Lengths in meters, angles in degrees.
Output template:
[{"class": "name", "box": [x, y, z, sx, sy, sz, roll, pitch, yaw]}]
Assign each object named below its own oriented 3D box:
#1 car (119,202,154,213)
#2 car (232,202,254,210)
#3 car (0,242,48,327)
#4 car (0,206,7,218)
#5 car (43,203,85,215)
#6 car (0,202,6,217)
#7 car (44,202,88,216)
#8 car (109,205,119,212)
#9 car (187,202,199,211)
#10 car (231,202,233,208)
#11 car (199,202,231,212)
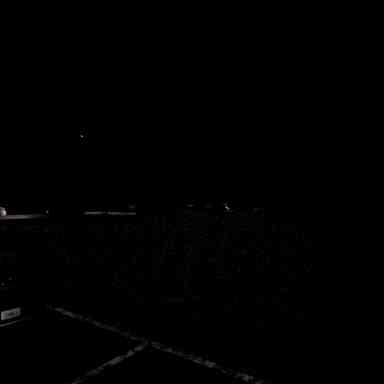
[{"class": "car", "box": [-7.638, 2.162, 47.919, 1.882, 1.535, 5.008, 0, -1, 36]}, {"class": "car", "box": [9.664, 2.623, 60.535, 1.994, 1.385, 4.181, 0, -1, 36]}, {"class": "car", "box": [-4.419, 1.551, 6.159, 4.403, 1.369, 2.008, 0, 0, 36]}, {"class": "car", "box": [-19.886, 1.817, 31.039, 1.812, 1.442, 4.674, 0, -1, 36]}, {"class": "car", "box": [-16.028, 2.106, 41.915, 1.895, 1.301, 4.718, 0, -1, 36]}, {"class": "car", "box": [-21.914, 1.822, 33.810, 1.837, 1.490, 4.892, 0, -1, 36]}, {"class": "car", "box": [-14.462, 1.955, 38.542, 2.128, 1.511, 4.902, 0, -1, 36]}, {"class": "car", "box": [-10.101, 2.297, 50.064, 1.895, 1.301, 4.718, 0, -1, 36]}, {"class": "car", "box": [1.148, 2.365, 54.255, 2.128, 1.511, 4.902, 0, -1, 37]}, {"class": "car", "box": [7.034, 2.558, 62.446, 2.128, 1.511, 4.902, 0, -1, 36]}, {"class": "car", "box": [3.623, 2.367, 52.129, 1.837, 1.490, 4.892, 0, -1, 36]}]
